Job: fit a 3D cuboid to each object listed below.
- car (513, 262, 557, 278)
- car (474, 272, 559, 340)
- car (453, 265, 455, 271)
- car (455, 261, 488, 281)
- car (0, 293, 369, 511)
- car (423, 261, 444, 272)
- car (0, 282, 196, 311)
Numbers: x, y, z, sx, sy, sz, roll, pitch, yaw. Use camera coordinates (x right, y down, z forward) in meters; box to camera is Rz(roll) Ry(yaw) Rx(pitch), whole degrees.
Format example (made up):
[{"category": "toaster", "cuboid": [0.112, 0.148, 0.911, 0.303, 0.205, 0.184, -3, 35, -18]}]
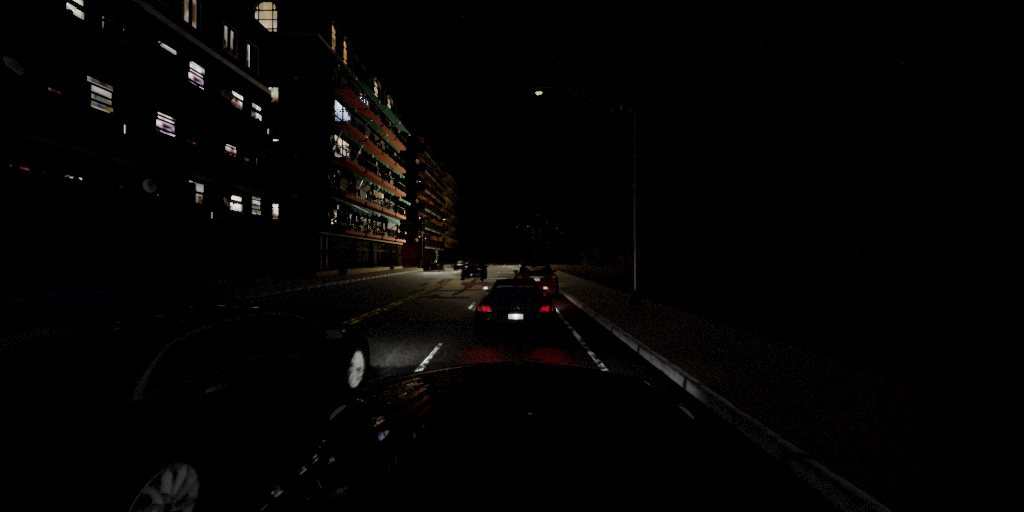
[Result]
[{"category": "car", "cuboid": [1.148, 1.103, 18.556, 2.097, 1.767, 4.553, 0, 0, 0]}, {"category": "car", "cuboid": [0.100, 1.315, 9.976, 1.994, 1.385, 4.181, 0, 0, 0]}, {"category": "car", "cuboid": [-6.567, 1.314, 47.797, 1.994, 1.385, 4.181, 0, 0, 0]}, {"category": "car", "cuboid": [-3.134, 1.244, 30.415, 2.128, 1.511, 4.902, 0, 0, 0]}, {"category": "car", "cuboid": [-3.151, 1.253, 3.720, 1.837, 1.490, 4.892, 0, -1, 0]}, {"category": "car", "cuboid": [-9.820, 1.315, 44.968, 1.994, 1.385, 4.181, 0, 0, 0]}, {"category": "car", "cuboid": [-6.597, 1.228, 5.446, 1.882, 1.535, 5.008, 0, 0, 0]}]
